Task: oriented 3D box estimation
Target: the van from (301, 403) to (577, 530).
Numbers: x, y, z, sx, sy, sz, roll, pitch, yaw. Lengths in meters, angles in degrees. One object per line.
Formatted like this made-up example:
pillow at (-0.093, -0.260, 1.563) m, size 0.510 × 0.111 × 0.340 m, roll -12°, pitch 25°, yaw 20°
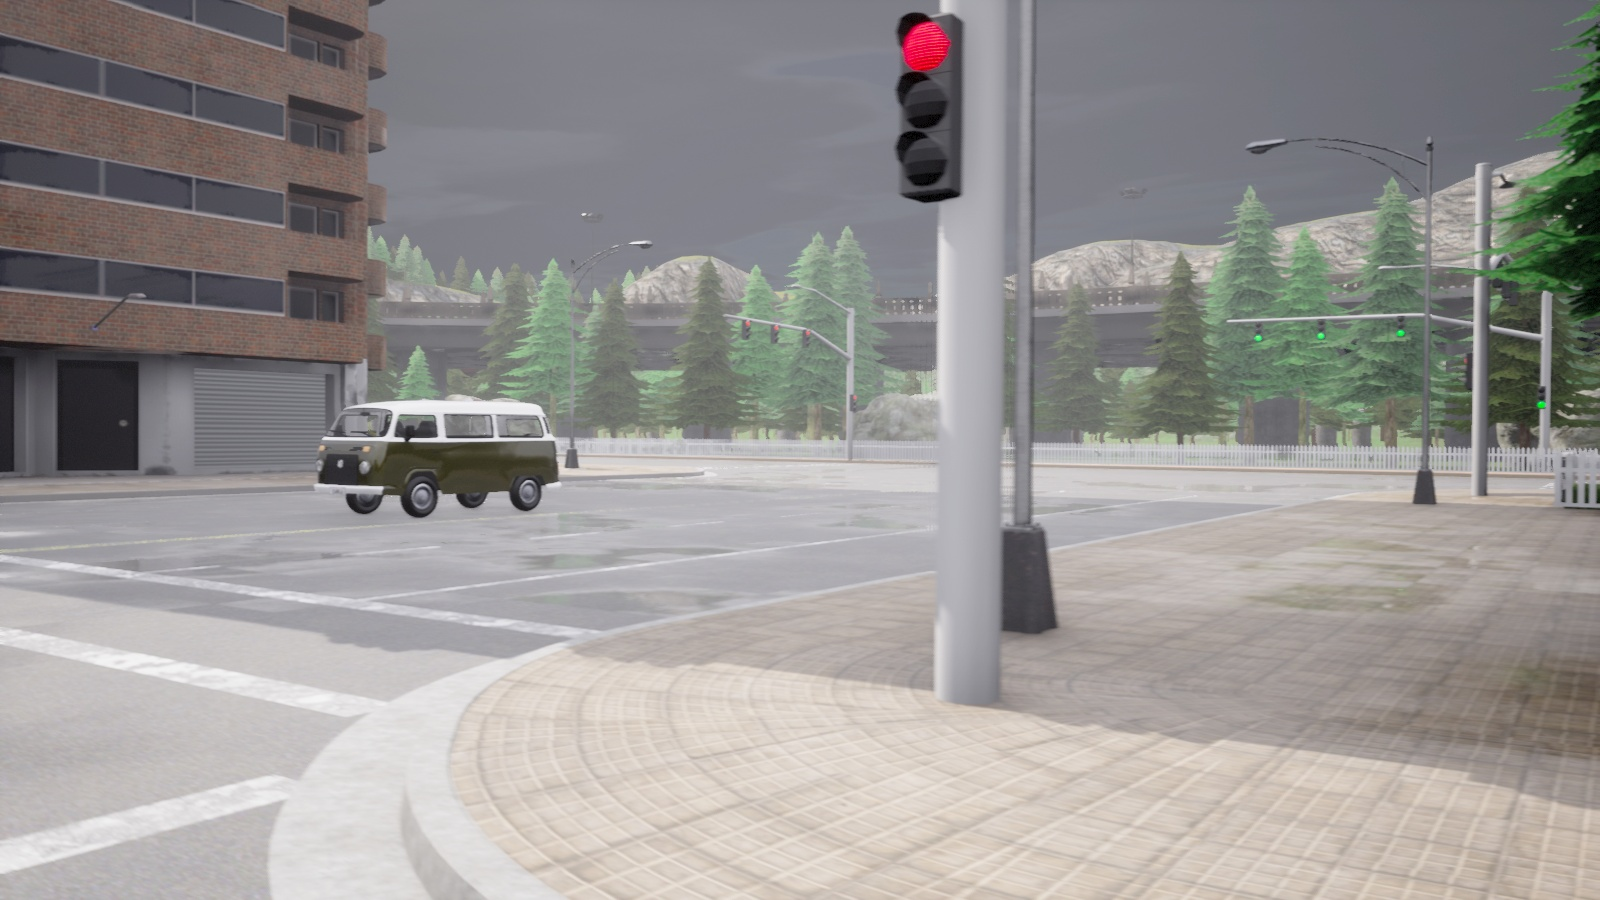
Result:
van at (-6.381, 0.234, 22.691) m, size 2.069 × 2.038 × 4.480 m, roll 0°, pitch 1°, yaw 34°
